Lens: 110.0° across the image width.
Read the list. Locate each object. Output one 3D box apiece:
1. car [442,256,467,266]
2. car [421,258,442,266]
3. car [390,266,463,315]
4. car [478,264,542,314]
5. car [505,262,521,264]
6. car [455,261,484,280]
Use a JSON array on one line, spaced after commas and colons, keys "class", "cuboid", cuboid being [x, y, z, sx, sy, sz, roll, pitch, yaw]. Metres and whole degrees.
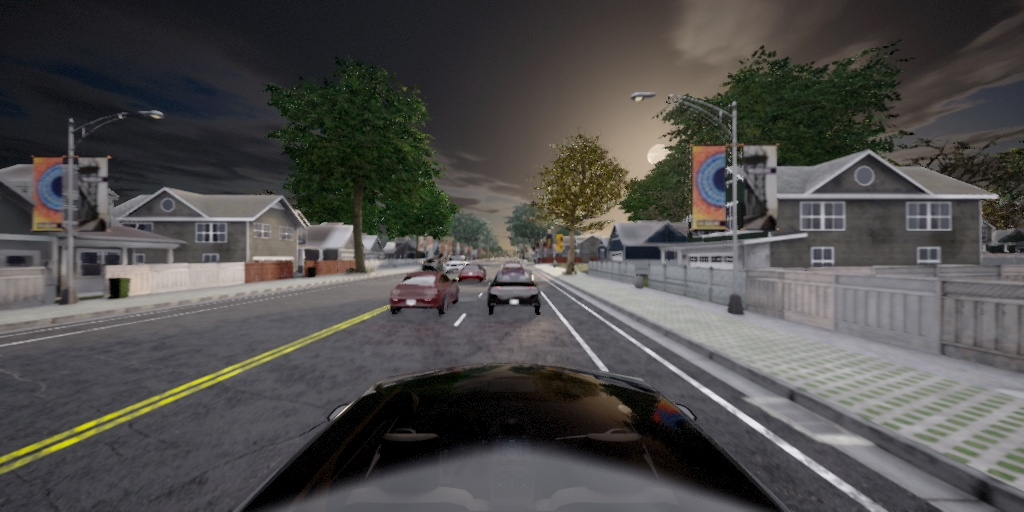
[{"class": "car", "cuboid": [-6.602, 1.006, 43.312, 2.150, 2.045, 5.566, 0, 0, 0]}, {"class": "car", "cuboid": [-9.845, 1.137, 44.663, 2.097, 1.767, 4.553, 0, 0, 0]}, {"class": "car", "cuboid": [-3.173, 1.285, 13.562, 1.812, 1.442, 4.674, 0, 0, 0]}, {"class": "car", "cuboid": [0.082, 1.252, 13.860, 2.128, 1.511, 4.902, 0, 0, 0]}, {"class": "car", "cuboid": [0.082, 1.252, 30.699, 1.882, 1.535, 5.008, 0, 0, 0]}, {"class": "car", "cuboid": [-3.170, 1.337, 29.551, 1.994, 1.385, 4.181, 0, 0, 0]}]
